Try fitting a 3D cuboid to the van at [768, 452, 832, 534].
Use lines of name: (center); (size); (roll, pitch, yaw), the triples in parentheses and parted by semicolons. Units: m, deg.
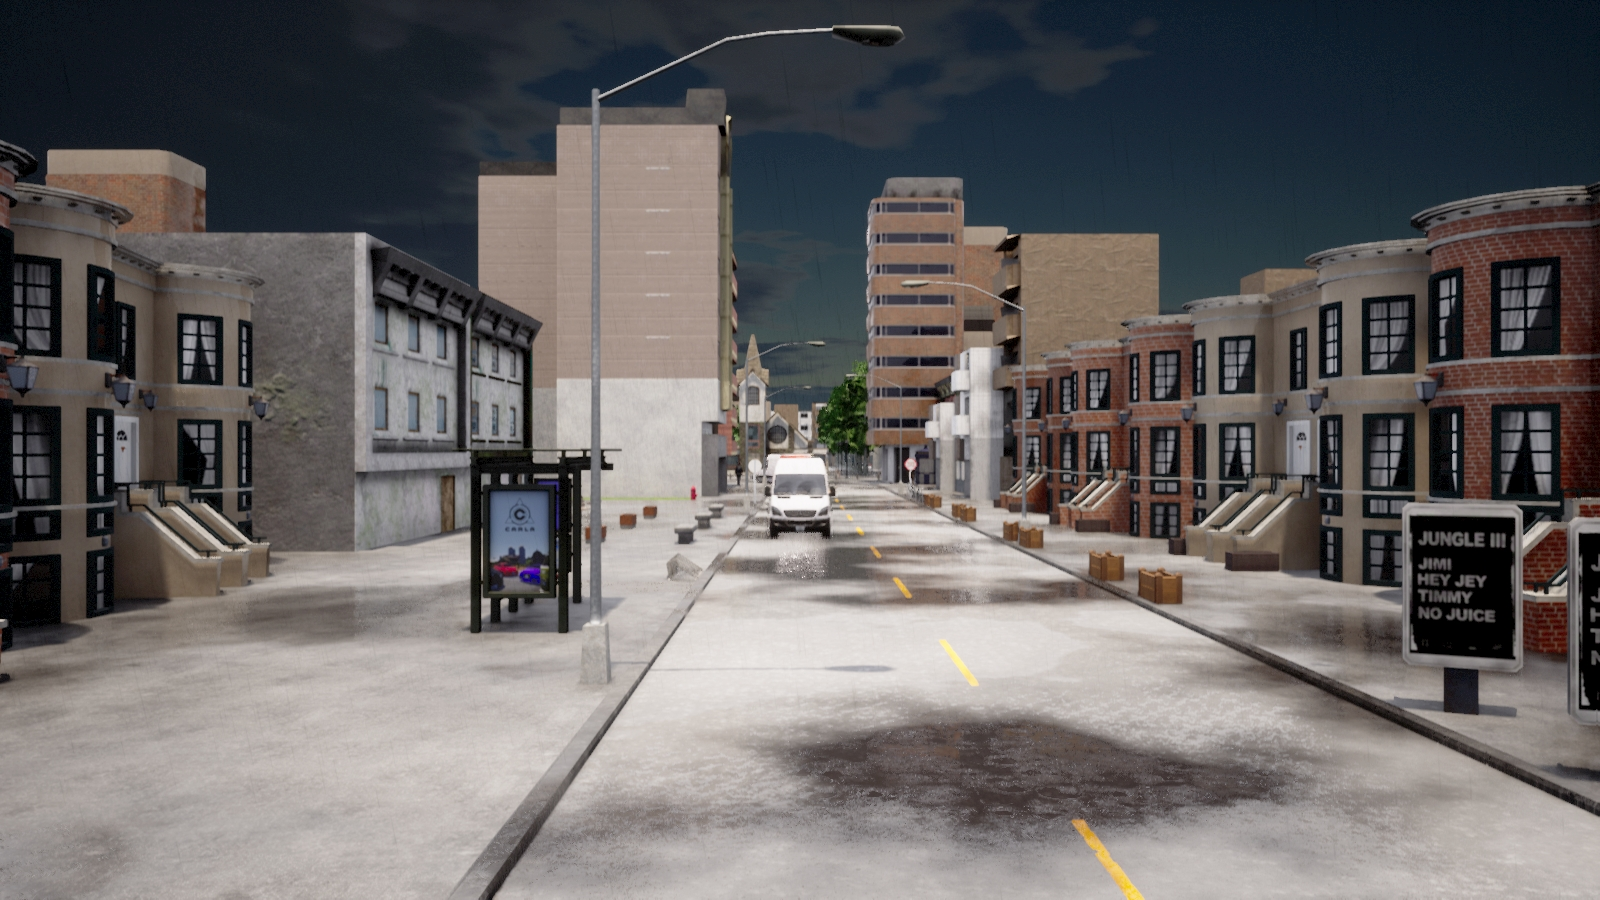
van: (0.008, 1.342, 38.490); (1.988, 2.561, 5.915); (0, 0, 0)
